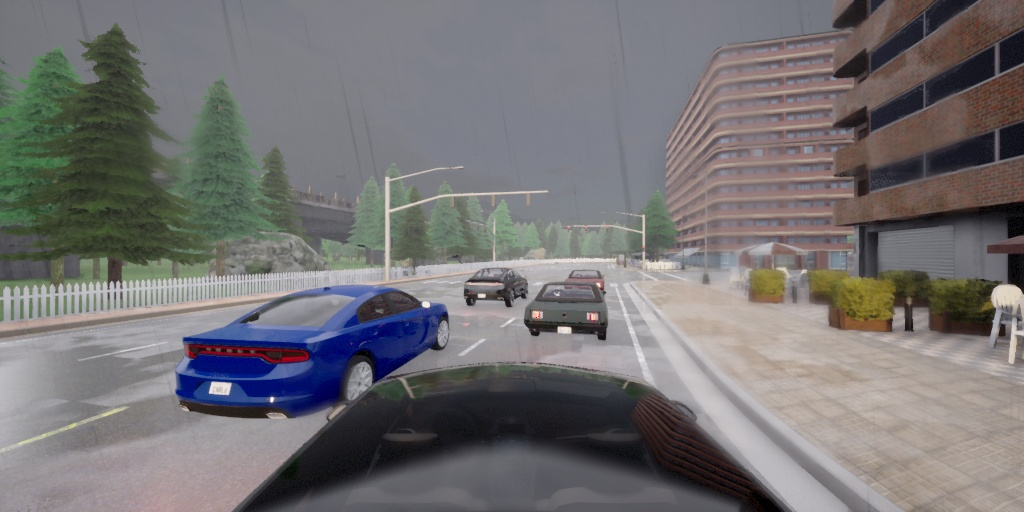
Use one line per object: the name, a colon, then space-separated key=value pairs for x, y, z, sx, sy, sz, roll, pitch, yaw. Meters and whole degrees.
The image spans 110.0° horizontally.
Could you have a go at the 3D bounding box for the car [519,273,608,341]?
car: x=1.685 y=1.351 z=10.070 sx=1.895 sy=1.301 sz=4.718 roll=0 pitch=0 yaw=14

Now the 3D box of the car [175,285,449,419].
car: x=-2.630 y=1.228 z=6.177 sx=1.882 sy=1.535 sz=5.008 roll=0 pitch=0 yaw=10

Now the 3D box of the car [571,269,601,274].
car: x=3.928 y=1.351 z=18.949 sx=1.895 sy=1.301 sz=4.718 roll=0 pitch=0 yaw=14

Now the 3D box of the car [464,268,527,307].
car: x=-0.534 y=1.241 z=15.437 sx=2.128 sy=1.511 sz=4.902 roll=0 pitch=0 yaw=14
